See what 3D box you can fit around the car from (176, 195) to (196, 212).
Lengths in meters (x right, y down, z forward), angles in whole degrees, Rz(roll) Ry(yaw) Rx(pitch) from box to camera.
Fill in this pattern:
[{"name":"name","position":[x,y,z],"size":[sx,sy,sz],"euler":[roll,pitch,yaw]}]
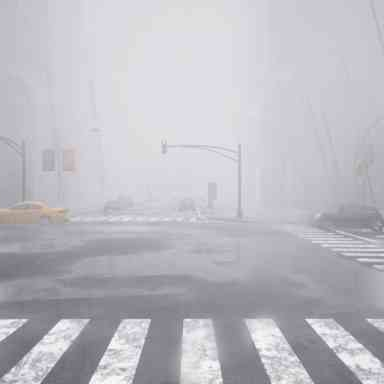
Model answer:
[{"name":"car","position":[-0.545,1.449,39.029],"size":[1.967,1.590,4.097],"euler":[0,0,0]}]

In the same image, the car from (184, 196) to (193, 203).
[{"name":"car","position":[-0.703,1.613,71.748],"size":[1.752,1.417,4.829],"euler":[0,0,0]}]

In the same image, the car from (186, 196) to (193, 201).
[{"name":"car","position":[-0.808,1.696,93.278],"size":[1.887,1.381,4.507],"euler":[0,0,0]}]

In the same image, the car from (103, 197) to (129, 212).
[{"name":"car","position":[-9.070,1.575,38.990],"size":[1.947,1.339,4.313],"euler":[0,0,0]}]

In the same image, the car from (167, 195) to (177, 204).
[{"name":"car","position":[-3.433,1.672,65.640],"size":[1.895,1.301,4.718],"euler":[0,0,0]}]

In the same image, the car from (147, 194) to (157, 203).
[{"name":"car","position":[-9.227,1.669,71.546],"size":[1.802,1.307,4.206],"euler":[0,0,0]}]

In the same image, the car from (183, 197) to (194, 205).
[{"name":"car","position":[-0.650,1.603,60.728],"size":[1.887,1.381,4.507],"euler":[0,0,0]}]

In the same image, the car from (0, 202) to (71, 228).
[{"name":"car","position":[-10.248,1.353,20.855],"size":[5.008,1.535,1.882],"euler":[1,0,0]}]

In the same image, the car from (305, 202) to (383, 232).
[{"name":"car","position":[9.608,1.509,21.091],"size":[4.553,1.767,2.097],"euler":[1,0,2]}]

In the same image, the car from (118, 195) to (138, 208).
[{"name":"car","position":[-9.097,1.336,44.417],"size":[2.192,1.841,5.009],"euler":[0,0,0]}]

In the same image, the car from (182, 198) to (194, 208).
[{"name":"car","position":[-0.597,1.615,49.878],"size":[1.802,1.307,4.206],"euler":[0,0,0]}]

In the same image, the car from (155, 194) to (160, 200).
[{"name":"car","position":[-9.254,1.418,76.973],"size":[2.192,1.841,5.009],"euler":[0,0,0]}]

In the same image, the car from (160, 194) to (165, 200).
[{"name":"car","position":[-9.332,1.696,93.249],"size":[1.887,1.381,4.507],"euler":[0,0,0]}]

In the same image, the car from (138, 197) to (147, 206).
[{"name":"car","position":[-9.147,1.571,55.098],"size":[1.752,1.417,4.829],"euler":[0,0,0]}]

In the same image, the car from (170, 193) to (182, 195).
[{"name":"car","position":[-3.481,1.560,75.608],"size":[1.837,1.490,4.892],"euler":[0,0,0]}]
